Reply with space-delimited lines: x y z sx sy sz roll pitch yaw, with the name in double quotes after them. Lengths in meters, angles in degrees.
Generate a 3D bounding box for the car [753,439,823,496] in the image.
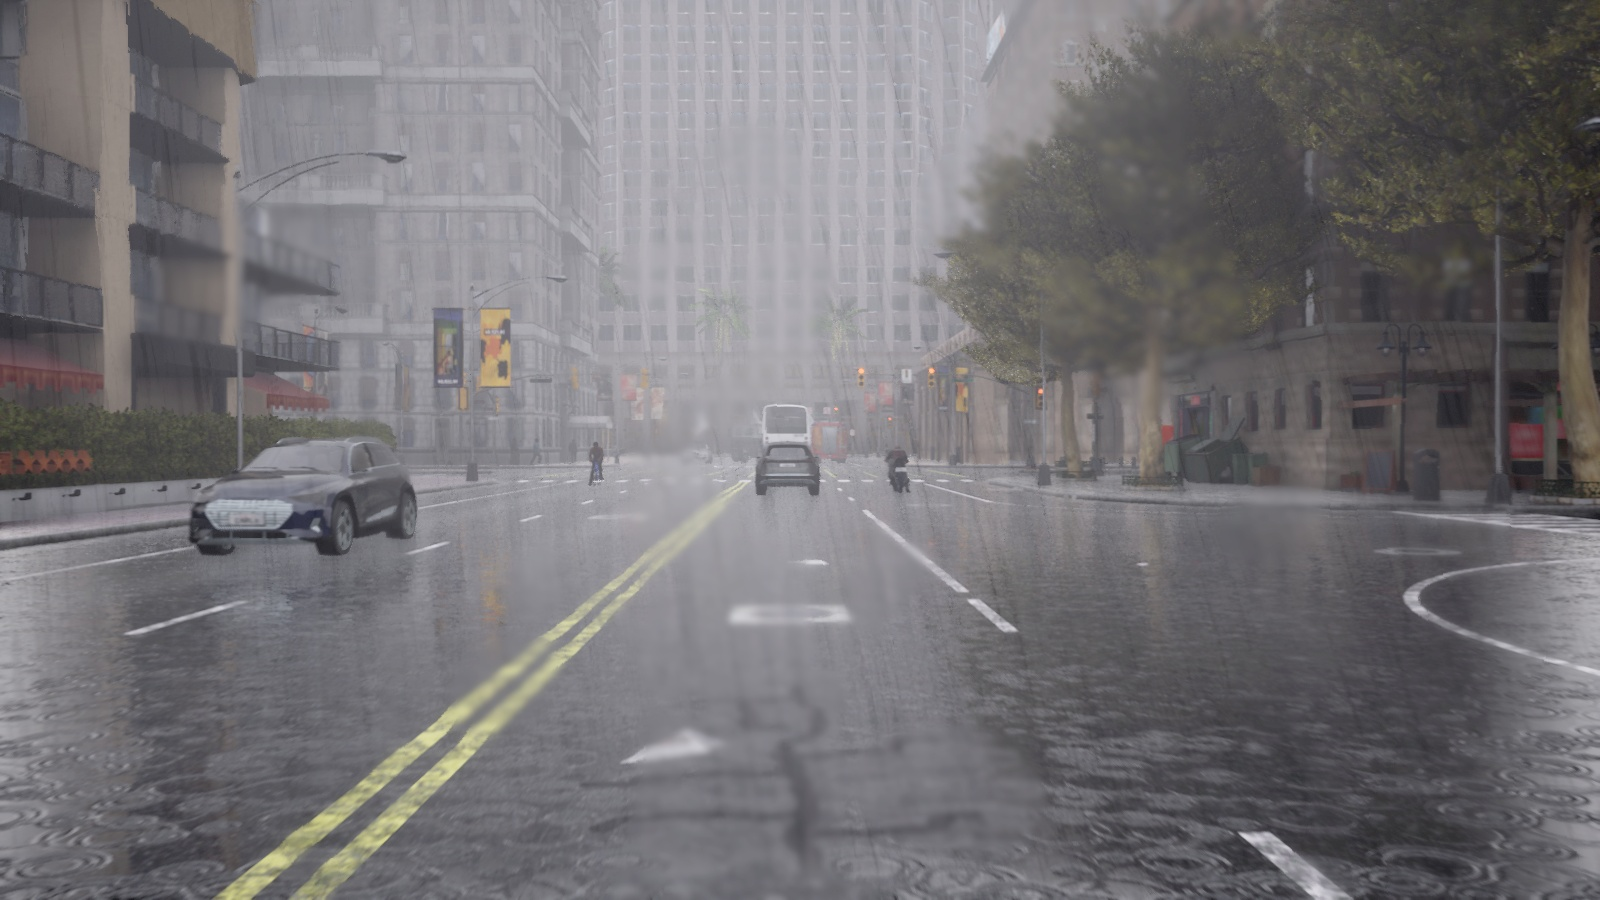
-0.372 0.522 39.025 2.033 1.649 4.856 0 0 -1 "car"

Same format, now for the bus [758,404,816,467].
-0.922 -0.985 90.304 3.944 4.253 10.273 0 0 -1 "bus"

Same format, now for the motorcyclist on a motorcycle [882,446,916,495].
3.118 0.629 39.740 0.866 1.530 2.191 0 0 -1 "motorcyclist on a motorcycle"

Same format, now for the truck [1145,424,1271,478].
19.639 0.040 60.661 5.204 2.467 2.627 -1 0 0 "truck"

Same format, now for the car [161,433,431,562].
-7.145 0.601 18.453 2.033 1.649 4.856 0 0 0 "car"

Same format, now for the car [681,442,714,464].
-8.017 0.202 98.898 2.242 1.667 4.611 0 0 0 "car"
